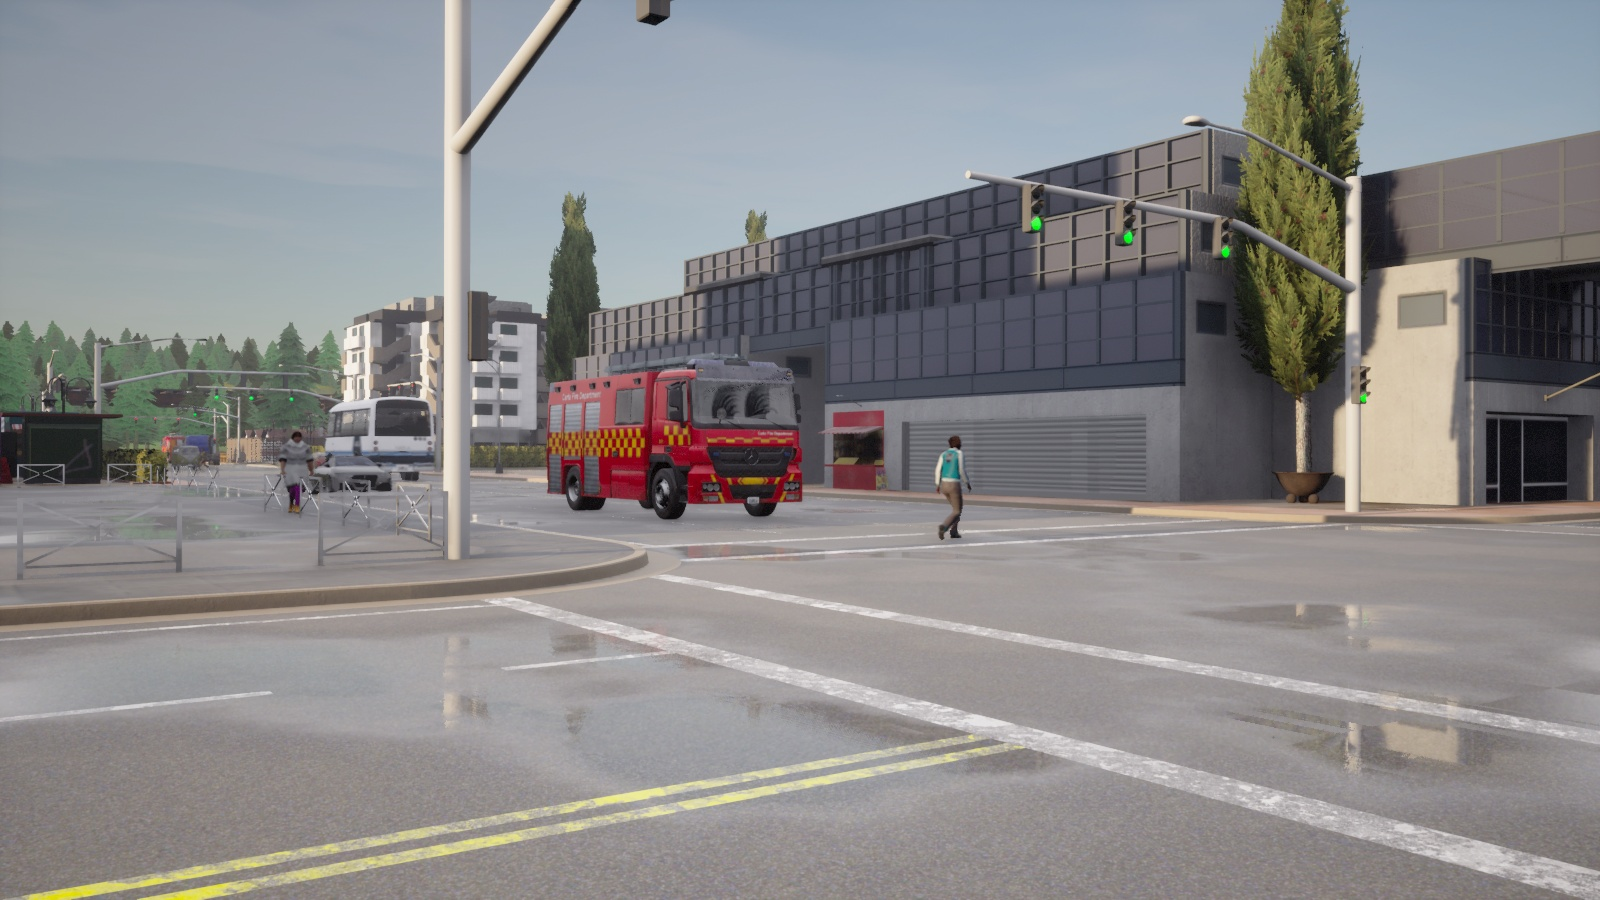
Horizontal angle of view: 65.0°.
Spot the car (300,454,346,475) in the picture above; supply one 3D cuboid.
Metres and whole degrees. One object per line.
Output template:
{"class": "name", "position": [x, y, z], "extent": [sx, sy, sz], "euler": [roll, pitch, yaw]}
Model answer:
{"class": "car", "position": [-35.124, 1.045, 92.342], "extent": [2.163, 1.488, 4.792], "euler": [0, 0, -33]}

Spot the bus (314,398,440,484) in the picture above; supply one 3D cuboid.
{"class": "bus", "position": [-22.744, -0.419, 67.012], "extent": [3.944, 4.253, 10.273], "euler": [0, 0, -33]}

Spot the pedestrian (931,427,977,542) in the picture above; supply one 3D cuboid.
{"class": "pedestrian", "position": [2.619, 0.573, 21.345], "extent": [0.692, 1.930, 0.396], "euler": [0, 0, -41]}

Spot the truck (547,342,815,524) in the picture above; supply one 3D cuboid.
{"class": "truck", "position": [-3.203, -0.338, 30.756], "extent": [2.891, 3.827, 8.468], "euler": [0, 0, -33]}

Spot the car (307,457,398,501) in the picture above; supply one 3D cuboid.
{"class": "car", "position": [-15.327, 0.946, 42.880], "extent": [1.994, 1.385, 4.181], "euler": [0, 0, -33]}

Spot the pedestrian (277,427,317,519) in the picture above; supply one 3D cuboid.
{"class": "pedestrian", "position": [-10.948, 0.493, 27.327], "extent": [0.659, 1.952, 0.873], "euler": [0, 0, -33]}
